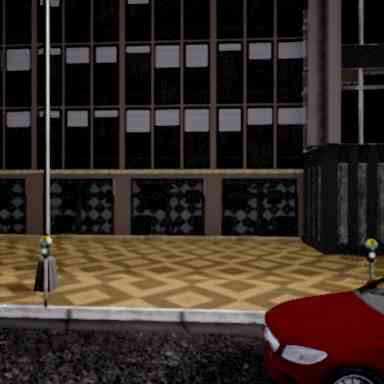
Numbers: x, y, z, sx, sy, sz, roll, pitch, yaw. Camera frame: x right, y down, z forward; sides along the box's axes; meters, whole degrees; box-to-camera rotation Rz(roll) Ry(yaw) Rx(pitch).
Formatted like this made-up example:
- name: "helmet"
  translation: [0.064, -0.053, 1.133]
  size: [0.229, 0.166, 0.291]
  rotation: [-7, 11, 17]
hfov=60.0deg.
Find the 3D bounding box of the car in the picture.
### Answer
- name: "car"
  translation: [2.931, 1.574, 3.779]
  size: [4.206, 1.307, 1.802]
  rotation: [0, 0, 3]
